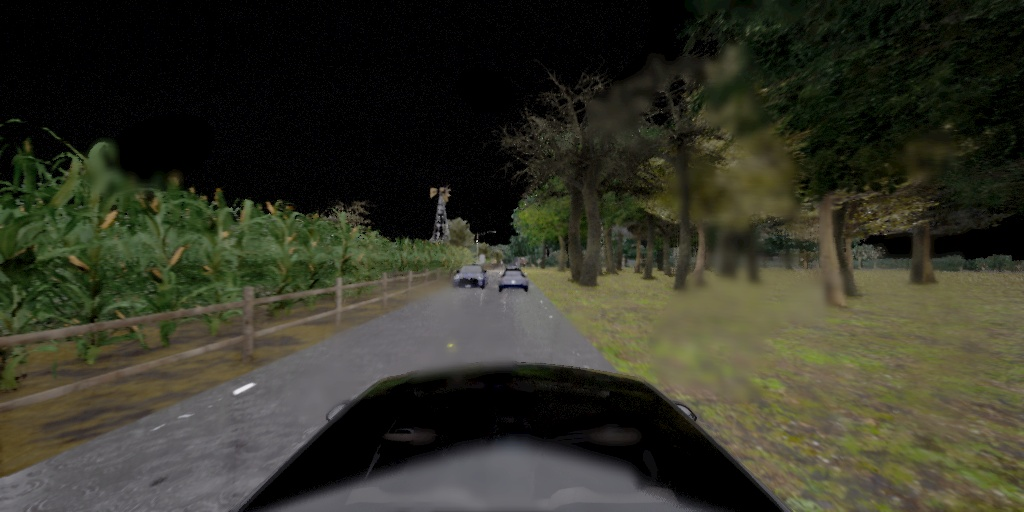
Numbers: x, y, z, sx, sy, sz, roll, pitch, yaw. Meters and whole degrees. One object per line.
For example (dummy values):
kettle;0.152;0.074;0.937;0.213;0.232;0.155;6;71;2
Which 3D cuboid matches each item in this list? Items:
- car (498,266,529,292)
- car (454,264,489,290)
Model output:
car;0.091;1.592;24.236;1.994;1.385;4.181;0;-1;0
car;-2.841;1.398;25.637;2.097;1.767;4.553;0;-1;0
